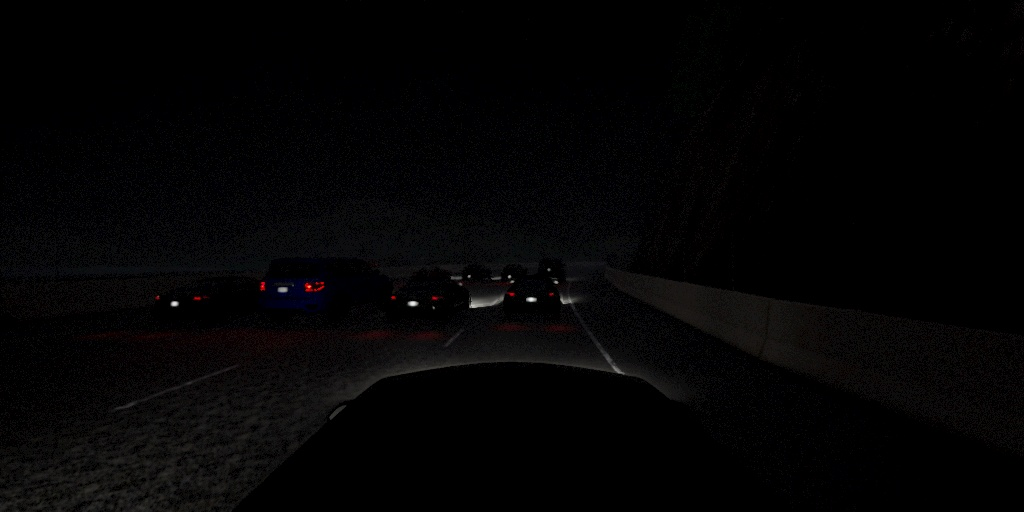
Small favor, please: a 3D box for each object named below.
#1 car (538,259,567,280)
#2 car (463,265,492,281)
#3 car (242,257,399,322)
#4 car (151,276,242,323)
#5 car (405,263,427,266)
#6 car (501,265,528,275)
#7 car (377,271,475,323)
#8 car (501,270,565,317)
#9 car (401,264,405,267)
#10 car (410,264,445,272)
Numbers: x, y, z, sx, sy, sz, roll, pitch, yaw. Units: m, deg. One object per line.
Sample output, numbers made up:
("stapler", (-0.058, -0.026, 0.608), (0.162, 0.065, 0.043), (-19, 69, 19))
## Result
("car", (3.573, 1.246, 31.849), (2.150, 2.045, 5.566), (0, 0, 12))
("car", (-3.208, 1.539, 33.495), (1.837, 1.490, 4.892), (0, 0, 12))
("car", (-6.292, 1.069, 12.887), (2.150, 2.045, 5.566), (0, 0, 5))
("car", (-9.818, 1.405, 12.610), (1.994, 1.385, 4.181), (0, 0, 5))
("car", (-13.061, 1.757, 52.009), (1.994, 1.385, 4.181), (0, -1, 17))
("car", (0.298, 1.539, 33.145), (1.837, 1.490, 4.892), (0, 0, 12))
("car", (-2.785, 1.411, 12.716), (1.994, 1.385, 4.181), (0, 0, 5))
("car", (0.839, 1.424, 13.785), (1.994, 1.385, 4.181), (0, 0, 6))
("car", (-16.080, 1.758, 54.192), (2.033, 1.411, 5.357), (0, -1, 18))
("car", (-7.036, 1.621, 32.327), (1.895, 1.301, 4.718), (0, -1, 11))
